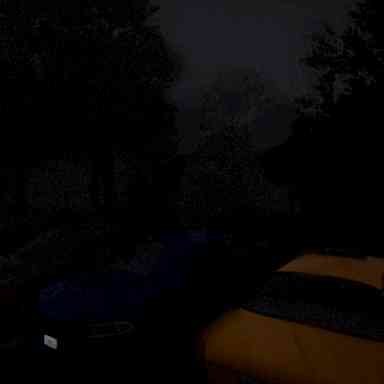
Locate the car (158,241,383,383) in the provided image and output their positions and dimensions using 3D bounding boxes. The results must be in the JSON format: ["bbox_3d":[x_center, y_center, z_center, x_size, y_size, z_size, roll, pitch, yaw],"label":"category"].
[{"bbox_3d":[2.075,1.475,4.509,1.946,1.575,5.366,0,0,36],"label":"car"}]

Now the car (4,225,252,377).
[{"bbox_3d":[-0.194,1.471,5.907,2.097,1.535,5.008,0,0,36],"label":"car"}]

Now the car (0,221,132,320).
[{"bbox_3d":[-2.483,1.493,7.497,2.163,1.488,4.792,0,0,36],"label":"car"}]

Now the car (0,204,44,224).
[{"bbox_3d":[-6.980,1.321,10.781,2.185,1.767,4.553,0,0,36],"label":"car"}]
